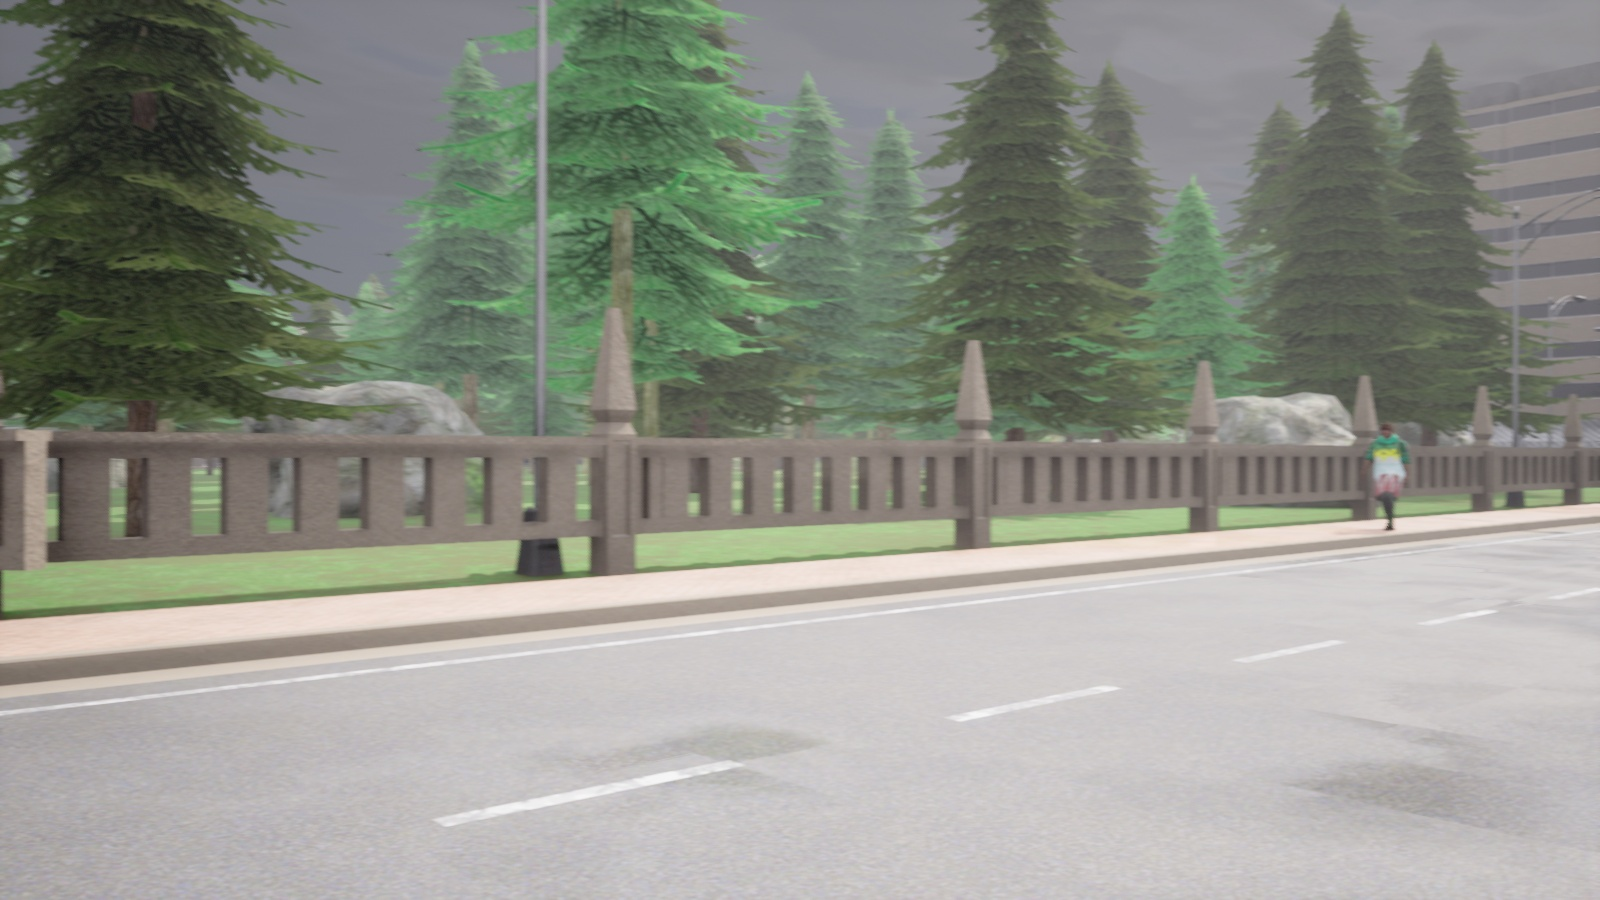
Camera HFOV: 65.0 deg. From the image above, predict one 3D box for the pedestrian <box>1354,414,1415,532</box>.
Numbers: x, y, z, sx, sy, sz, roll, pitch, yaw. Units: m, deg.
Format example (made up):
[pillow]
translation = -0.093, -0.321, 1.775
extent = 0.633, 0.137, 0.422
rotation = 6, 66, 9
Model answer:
[pedestrian]
translation = 9.952, 0.385, 21.381
extent = 0.873, 1.952, 0.659
rotation = 0, 0, -42
